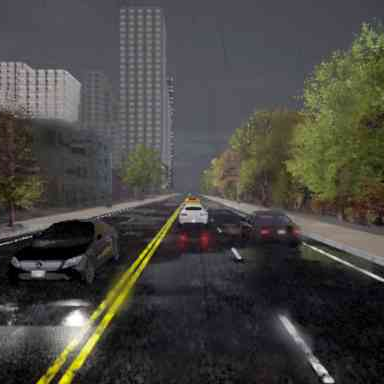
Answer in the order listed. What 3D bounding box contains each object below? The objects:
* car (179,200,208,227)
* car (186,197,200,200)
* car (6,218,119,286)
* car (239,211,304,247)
[{"bbox_3d":[0.090,1.523,22.341,1.812,1.442,4.674,0,0,0],"label":"car"},{"bbox_3d":[0.079,1.465,47.322,1.882,1.535,5.008,0,0,0],"label":"car"},{"bbox_3d":[-3.349,1.525,9.578,1.812,1.442,4.674,0,0,0],"label":"car"},{"bbox_3d":[3.342,1.546,14.910,2.033,1.411,5.357,0,0,0],"label":"car"}]
